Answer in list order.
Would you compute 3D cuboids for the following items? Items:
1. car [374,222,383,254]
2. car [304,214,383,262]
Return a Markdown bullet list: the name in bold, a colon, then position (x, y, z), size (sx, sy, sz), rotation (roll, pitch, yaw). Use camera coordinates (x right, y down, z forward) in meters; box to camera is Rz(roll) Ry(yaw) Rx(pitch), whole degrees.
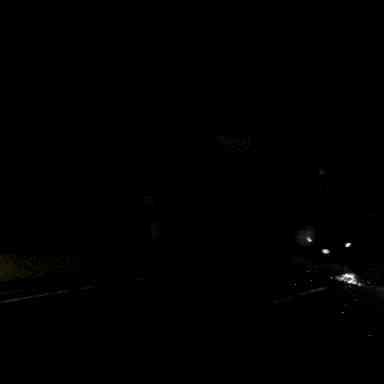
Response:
- **car**: position (7.316, 1.532, 8.898), size (5.357, 1.411, 2.033), rotation (0, 0, -35)
- **car**: position (6.483, 1.530, 12.296), size (5.357, 1.411, 2.033), rotation (0, 0, -35)
